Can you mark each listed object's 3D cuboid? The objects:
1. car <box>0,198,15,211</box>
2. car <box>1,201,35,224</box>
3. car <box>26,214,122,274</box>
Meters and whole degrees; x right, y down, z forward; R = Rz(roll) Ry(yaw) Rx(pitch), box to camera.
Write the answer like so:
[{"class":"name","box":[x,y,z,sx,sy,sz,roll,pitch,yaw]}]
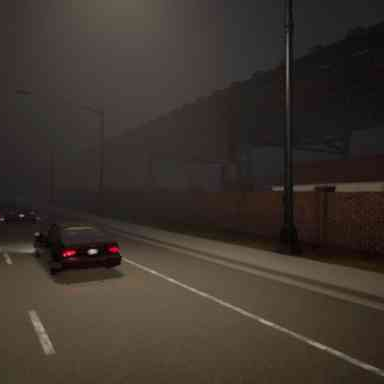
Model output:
[{"class":"car","box":[-20.341,1.442,36.594,1.882,1.535,5.008,1,0,-32]},{"class":"car","box":[-13.367,1.673,25.763,1.994,1.385,4.181,1,0,-32]},{"class":"car","box":[-4.049,1.689,11.207,2.033,1.411,5.357,1,-1,-32]}]
